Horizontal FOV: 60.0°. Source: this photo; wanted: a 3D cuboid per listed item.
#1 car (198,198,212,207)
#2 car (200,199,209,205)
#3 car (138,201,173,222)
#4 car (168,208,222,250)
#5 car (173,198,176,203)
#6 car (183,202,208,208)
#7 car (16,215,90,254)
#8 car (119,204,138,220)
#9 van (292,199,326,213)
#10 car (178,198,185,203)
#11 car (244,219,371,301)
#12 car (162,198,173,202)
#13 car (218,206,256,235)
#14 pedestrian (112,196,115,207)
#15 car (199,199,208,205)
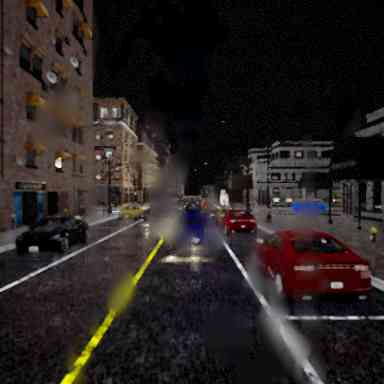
[{"bbox_3d":[2.763,2.016,63.667,1.967,1.590,4.097,0,-1,0],"label":"car"},{"bbox_3d":[2.778,2.272,75.059,1.802,1.307,4.206,0,-1,0],"label":"car"},{"bbox_3d":[-3.021,1.800,29.061,2.033,1.411,5.357,0,-1,1],"label":"car"},{"bbox_3d":[0.117,1.651,14.746,1.812,1.442,4.674,0,0,0],"label":"car"},{"bbox_3d":[-5.595,2.299,80.754,2.008,1.369,4.403,0,-1,0],"label":"car"},{"bbox_3d":[0.136,1.823,29.782,1.994,1.385,4.181,0,-1,0],"label":"car"},{"bbox_3d":[-5.679,1.687,14.122,1.947,1.339,4.313,0,0,0],"label":"car"},{"bbox_3d":[-5.658,1.796,31.041,1.752,1.417,4.829,0,-1,0],"label":"car"},{"bbox_3d":[14.710,1.776,41.948,3.998,1.788,1.690,0,0,0],"label":"van"},{"bbox_3d":[-2.882,2.366,94.795,2.033,1.411,5.357,0,-1,0],"label":"car"},{"bbox_3d":[2.694,1.616,8.409,1.887,1.381,4.507,0,0,0],"label":"car"},{"bbox_3d":[-5.610,2.184,69.361,2.008,1.369,4.403,0,-1,0],"label":"car"},{"bbox_3d":[2.709,1.714,19.803,1.887,1.381,4.507,0,-1,0],"label":"car"},{"bbox_3d":[-12.565,1.543,53.104,0.375,1.860,0.375,0,0,0],"label":"pedestrian"},{"bbox_3d":[2.785,2.298,80.756,2.008,1.369,4.403,0,-1,0],"label":"car"}]
